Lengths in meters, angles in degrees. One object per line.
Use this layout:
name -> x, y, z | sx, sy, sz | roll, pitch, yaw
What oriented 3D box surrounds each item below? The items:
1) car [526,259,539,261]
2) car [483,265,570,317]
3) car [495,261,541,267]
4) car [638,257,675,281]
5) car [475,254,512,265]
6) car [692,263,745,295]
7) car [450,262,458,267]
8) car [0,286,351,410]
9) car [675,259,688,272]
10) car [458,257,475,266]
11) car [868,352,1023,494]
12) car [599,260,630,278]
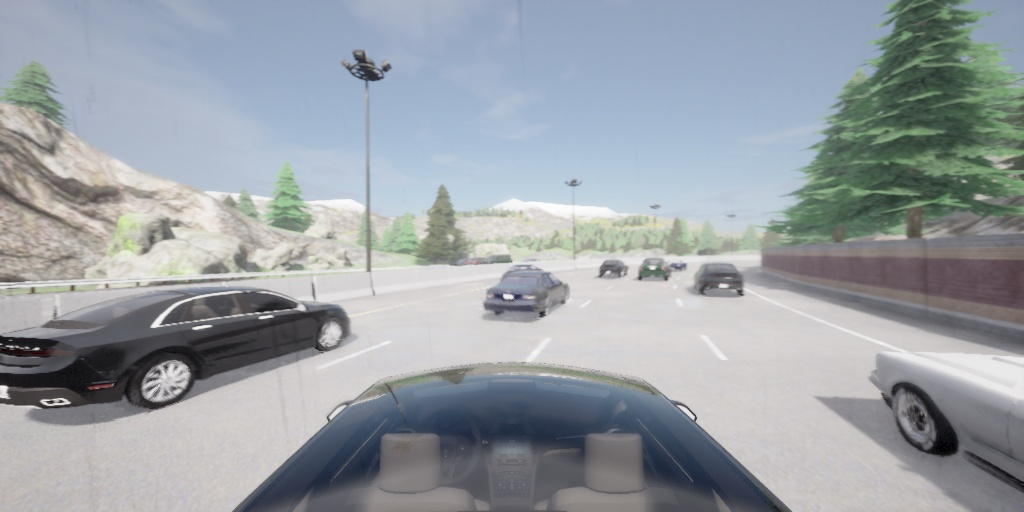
car -> 2.404, 1.085, 48.003 | 2.033, 1.411, 5.357 | 0, 0, 33
car -> 0.755, 1.244, 13.055 | 2.033, 1.411, 5.357 | 0, 0, 20
car -> 0.844, 1.221, 22.487 | 1.994, 1.385, 4.181 | 0, 0, 23
car -> 11.098, 0.891, 27.733 | 2.097, 1.767, 4.553 | 0, 0, 27
car -> -2.046, 0.805, 47.495 | 2.150, 2.045, 5.566 | 0, 0, 32
car -> 10.452, 1.088, 18.315 | 1.837, 1.490, 4.892 | -1, 0, 23
car -> -6.820, 1.151, 53.051 | 2.033, 1.411, 5.357 | 0, 0, 32
car -> -5.088, 1.282, 6.385 | 1.837, 1.490, 4.892 | -1, 0, 17
car -> 18.355, 1.022, 40.088 | 1.895, 1.301, 4.718 | 0, 0, 33
car -> -4.824, 0.949, 49.610 | 2.097, 1.767, 4.553 | 0, 0, 32
car -> 4.483, 1.308, 1.881 | 1.895, 1.301, 4.718 | 0, 0, 16
car -> 8.896, 1.051, 31.066 | 1.837, 1.490, 4.892 | -1, 0, 28
